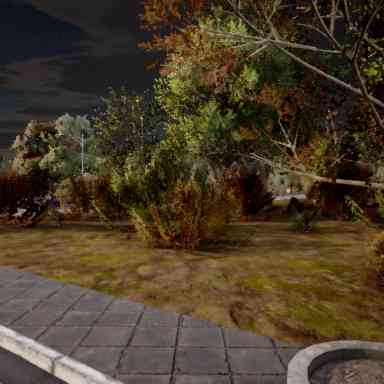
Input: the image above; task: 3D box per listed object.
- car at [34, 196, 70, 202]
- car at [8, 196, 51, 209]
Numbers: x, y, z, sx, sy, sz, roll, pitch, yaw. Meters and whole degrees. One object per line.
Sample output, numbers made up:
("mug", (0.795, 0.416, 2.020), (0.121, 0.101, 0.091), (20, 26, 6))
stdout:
("car", (-17.480, 1.125, 41.241), (2.097, 1.767, 4.553), (0, 0, 32))
("car", (-20.742, 1.275, 42.627), (1.812, 1.442, 4.674), (0, 0, 32))
